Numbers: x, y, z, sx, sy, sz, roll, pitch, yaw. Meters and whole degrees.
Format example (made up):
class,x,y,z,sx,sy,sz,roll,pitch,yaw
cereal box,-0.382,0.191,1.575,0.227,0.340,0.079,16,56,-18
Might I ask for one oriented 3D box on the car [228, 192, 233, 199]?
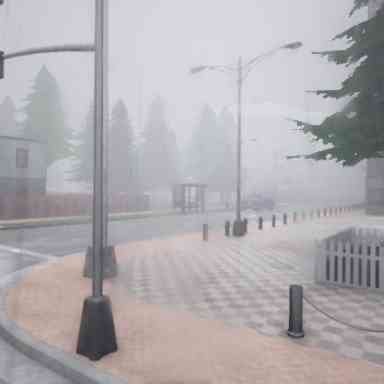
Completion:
class,x,y,z,sx,sy,sz,roll,pitch,yaw
car,10.208,0.755,79.491,1.905,1.878,3.866,1,0,36

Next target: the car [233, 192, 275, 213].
class,x,y,z,sx,sy,sz,roll,pitch,yaw
car,6.990,1.050,35.694,2.150,2.045,5.566,1,1,37

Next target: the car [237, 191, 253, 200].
class,x,y,z,sx,sy,sz,roll,pitch,yaw
car,12.472,0.779,78.331,1.932,1.855,4.605,1,0,36
